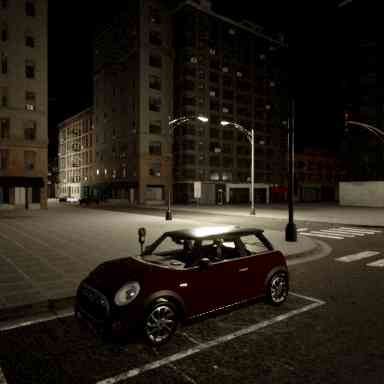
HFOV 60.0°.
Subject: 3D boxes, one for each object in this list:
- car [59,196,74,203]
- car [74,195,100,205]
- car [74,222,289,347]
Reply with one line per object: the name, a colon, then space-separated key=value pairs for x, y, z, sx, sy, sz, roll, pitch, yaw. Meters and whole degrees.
car: x=-22.162 y=1.275 z=59.253 sx=1.895 sy=1.301 sz=4.718 roll=0 pitch=0 yaw=-39
car: x=-15.838 y=1.221 z=51.154 sx=2.128 sy=1.511 sz=4.902 roll=0 pitch=0 yaw=-38
car: x=-0.043 y=1.440 z=6.273 sx=4.097 sy=1.590 sz=1.967 roll=0 pitch=0 yaw=-38
